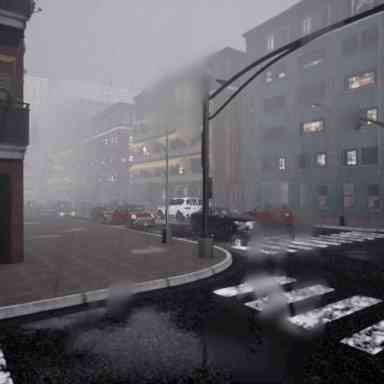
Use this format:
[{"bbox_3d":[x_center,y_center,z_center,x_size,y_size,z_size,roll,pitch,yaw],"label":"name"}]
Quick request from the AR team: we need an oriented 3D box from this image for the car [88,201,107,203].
[{"bbox_3d":[-9.180,1.962,35.408,1.994,1.385,4.181,0,-1,-35],"label":"car"}]

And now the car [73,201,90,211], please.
[{"bbox_3d":[-15.977,2.123,50.151,1.812,1.442,4.674,0,-1,-35],"label":"car"}]

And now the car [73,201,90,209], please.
[{"bbox_3d":[-20.204,2.315,60.477,1.802,1.307,4.206,-1,0,-35],"label":"car"}]

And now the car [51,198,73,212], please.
[{"bbox_3d":[-19.144,1.975,49.745,2.097,1.767,4.553,0,-1,-35],"label":"car"}]

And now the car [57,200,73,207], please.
[{"bbox_3d":[-26.587,2.418,69.555,2.008,1.369,4.403,-1,0,-35],"label":"car"}]

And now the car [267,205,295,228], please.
[{"bbox_3d":[5.332,1.628,24.171,1.967,1.590,4.097,-1,0,-35],"label":"car"}]

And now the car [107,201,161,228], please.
[{"bbox_3d":[-4.300,1.688,24.154,1.967,1.590,4.097,-1,0,-35],"label":"car"}]

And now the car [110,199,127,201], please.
[{"bbox_3d":[-10.634,1.845,46.861,2.192,1.841,5.009,-1,0,-35],"label":"car"}]

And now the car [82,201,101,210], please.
[{"bbox_3d":[-17.012,2.247,55.938,1.802,1.307,4.206,-1,0,-35],"label":"car"}]

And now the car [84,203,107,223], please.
[{"bbox_3d":[-7.489,1.898,28.693,1.802,1.307,4.206,-1,0,-35],"label":"car"}]

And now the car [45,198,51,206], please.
[{"bbox_3d":[-32.974,2.317,78.634,2.192,1.841,5.009,-1,0,-35],"label":"car"}]

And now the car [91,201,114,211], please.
[{"bbox_3d":[-13.821,2.148,51.399,2.008,1.369,4.403,-1,0,-35],"label":"car"}]

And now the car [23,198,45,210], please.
[{"bbox_3d":[-26.640,2.164,55.928,1.967,1.590,4.097,-1,0,-35],"label":"car"}]

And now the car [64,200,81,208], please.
[{"bbox_3d":[-23.395,2.366,65.016,1.947,1.339,4.313,-1,0,-35],"label":"car"}]

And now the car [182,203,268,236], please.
[{"bbox_3d":[1.794,1.655,19.789,2.128,1.511,4.902,0,-1,-35],"label":"car"}]

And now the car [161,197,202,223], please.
[{"bbox_3d":[-1.073,1.501,29.051,2.150,2.045,5.566,0,-1,-35],"label":"car"}]
